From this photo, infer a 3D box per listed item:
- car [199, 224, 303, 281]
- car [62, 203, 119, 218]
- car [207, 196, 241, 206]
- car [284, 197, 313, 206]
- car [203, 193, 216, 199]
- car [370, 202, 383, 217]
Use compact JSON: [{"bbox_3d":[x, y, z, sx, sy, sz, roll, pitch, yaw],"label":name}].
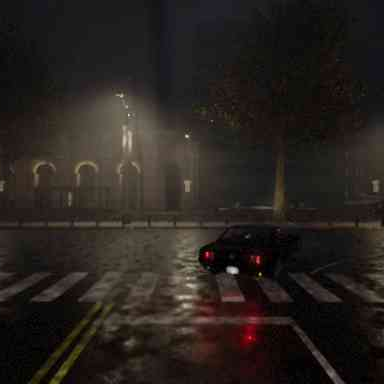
[{"bbox_3d":[2.041,1.632,10.107,1.895,1.301,4.718,0,0,28],"label":"car"},{"bbox_3d":[-9.165,1.693,30.134,4.718,1.301,1.895,0,0,1],"label":"car"},{"bbox_3d":[4.870,1.562,49.163,4.786,1.482,2.161,0,0,1],"label":"car"},{"bbox_3d":[17.122,1.480,53.119,4.674,1.452,2.002,0,0,1],"label":"car"},{"bbox_3d":[4.854,1.269,79.266,5.566,2.045,2.435,0,0,1],"label":"car"},{"bbox_3d":[19.020,1.311,29.735,5.566,2.045,2.150,0,0,1],"label":"car"}]
